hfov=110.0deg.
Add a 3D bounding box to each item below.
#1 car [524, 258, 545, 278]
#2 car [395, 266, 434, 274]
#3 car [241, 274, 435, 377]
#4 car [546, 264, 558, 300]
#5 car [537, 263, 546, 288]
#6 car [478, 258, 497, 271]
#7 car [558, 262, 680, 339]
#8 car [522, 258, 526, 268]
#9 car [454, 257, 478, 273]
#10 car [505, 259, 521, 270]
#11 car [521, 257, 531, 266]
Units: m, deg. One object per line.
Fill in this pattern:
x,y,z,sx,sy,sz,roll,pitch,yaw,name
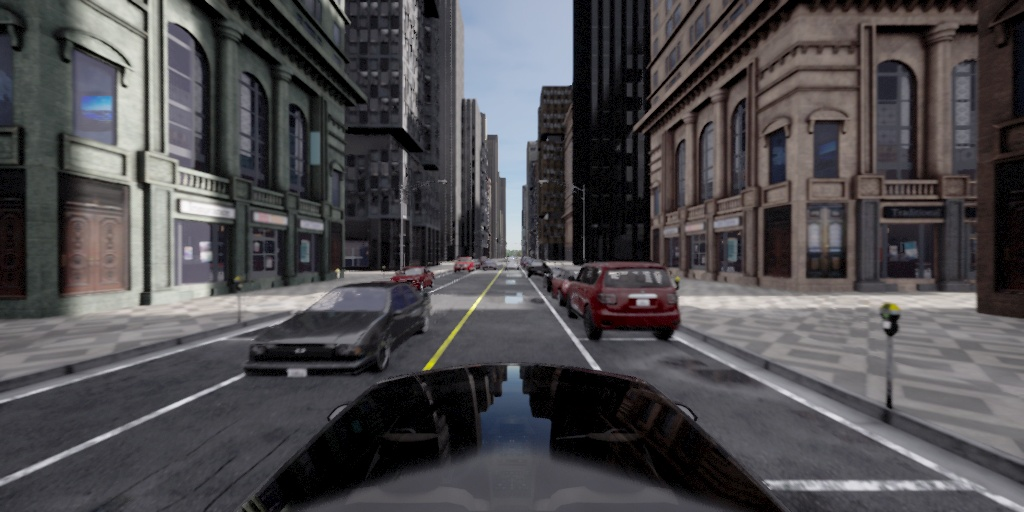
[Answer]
2.369,1.223,33.551,1.882,1.535,5.008,0,0,0,car
-5.757,1.292,21.146,1.888,1.381,4.507,0,0,0,car
-3.099,1.296,7.827,2.033,1.411,5.357,0,0,0,car
2.766,1.187,15.548,1.967,1.591,4.097,0,0,0,car
2.768,1.313,21.149,1.948,1.339,4.313,0,0,0,car
-3.062,1.291,49.354,2.033,1.411,5.357,0,0,0,car
2.765,1.063,9.946,2.192,1.841,5.009,0,0,0,car
2.775,1.309,49.158,1.948,1.339,4.313,0,0,0,car
-5.752,1.059,43.555,2.192,1.841,5.009,0,0,0,car
0.021,1.269,51.941,1.812,1.442,4.674,0,0,0,car
2.778,1.182,60.361,1.967,1.591,4.097,0,0,0,car
